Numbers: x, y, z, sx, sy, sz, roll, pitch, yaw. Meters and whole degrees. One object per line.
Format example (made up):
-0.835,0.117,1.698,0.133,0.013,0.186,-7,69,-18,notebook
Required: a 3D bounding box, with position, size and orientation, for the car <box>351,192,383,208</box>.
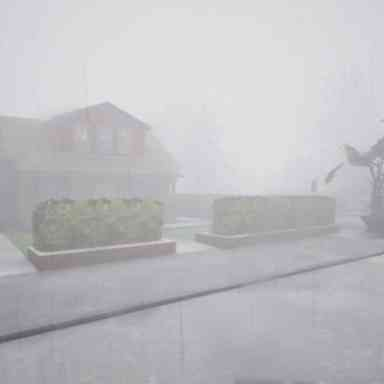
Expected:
20.804,0.903,38.725,3.866,1.878,1.905,0,0,-1,car
